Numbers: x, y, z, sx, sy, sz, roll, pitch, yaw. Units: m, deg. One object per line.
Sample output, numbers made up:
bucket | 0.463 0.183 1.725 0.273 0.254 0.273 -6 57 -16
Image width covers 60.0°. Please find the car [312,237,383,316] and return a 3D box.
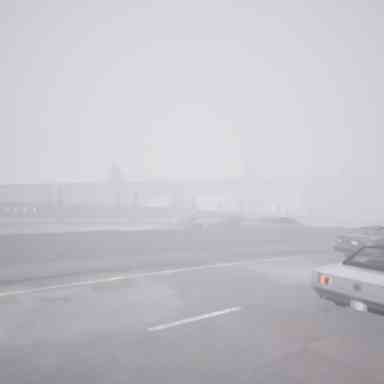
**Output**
car | 4.749 1.807 7.134 4.718 1.301 1.895 3 -2 -35

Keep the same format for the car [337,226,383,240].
car | 8.069 2.120 13.802 5.357 1.411 2.033 5 -3 -35

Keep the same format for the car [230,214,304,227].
car | 4.943 2.175 20.413 4.892 1.490 1.837 6 -3 -35

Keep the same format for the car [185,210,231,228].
car | 2.525 2.183 22.990 5.357 1.411 2.033 5 -3 -35

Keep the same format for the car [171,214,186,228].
car | 0.712 2.147 25.992 4.902 1.511 2.128 5 -3 -35
